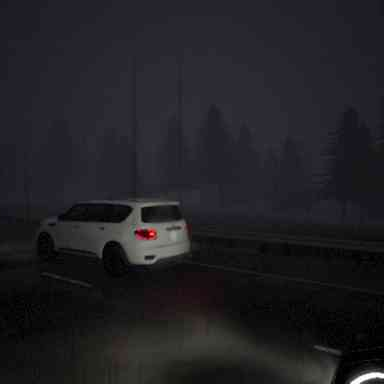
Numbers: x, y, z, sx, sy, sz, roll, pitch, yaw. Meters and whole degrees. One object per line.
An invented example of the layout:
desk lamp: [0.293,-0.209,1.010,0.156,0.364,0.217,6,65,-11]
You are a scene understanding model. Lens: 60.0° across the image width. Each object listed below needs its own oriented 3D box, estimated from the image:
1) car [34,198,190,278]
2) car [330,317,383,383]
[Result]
car: [-2.644,1.212,10.396,5.566,2.045,2.150,0,0,36]
car: [3.153,1.351,1.773,4.553,1.767,2.097,0,0,36]
